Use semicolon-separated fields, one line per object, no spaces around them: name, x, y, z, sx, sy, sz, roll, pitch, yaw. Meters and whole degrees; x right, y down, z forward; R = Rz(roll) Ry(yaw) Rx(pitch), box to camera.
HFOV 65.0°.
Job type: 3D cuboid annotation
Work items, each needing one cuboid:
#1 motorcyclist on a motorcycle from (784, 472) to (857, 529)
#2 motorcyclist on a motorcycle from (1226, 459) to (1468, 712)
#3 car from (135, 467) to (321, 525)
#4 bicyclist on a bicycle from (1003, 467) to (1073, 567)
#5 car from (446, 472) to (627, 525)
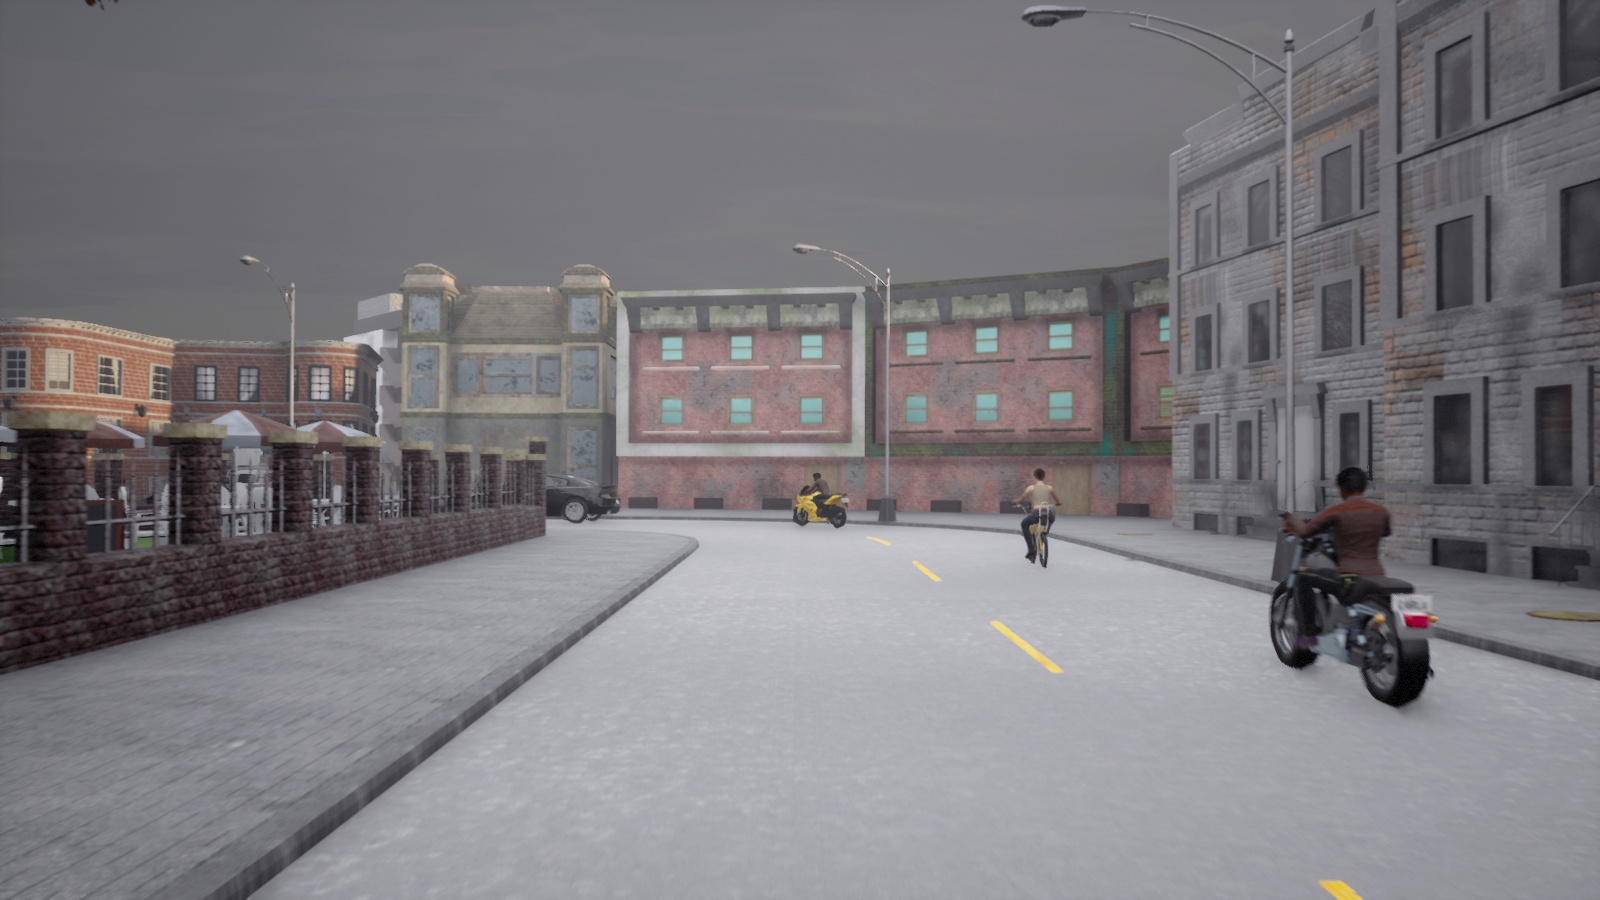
motorcyclist on a motorcycle;0.551;1.381;34.912;2.044;1.523;0.797;-1;-1;44
motorcyclist on a motorcycle;3.977;0.906;9.394;0.766;1.649;2.350;0;-1;0
car;-17.213;1.363;37.960;4.611;1.667;2.242;0;-1;0
bicyclist on a bicycle;3.953;1.086;20.974;0.866;1.612;1.509;0;-1;0
car;-7.909;1.459;37.932;5.008;1.535;1.882;0;-1;6
